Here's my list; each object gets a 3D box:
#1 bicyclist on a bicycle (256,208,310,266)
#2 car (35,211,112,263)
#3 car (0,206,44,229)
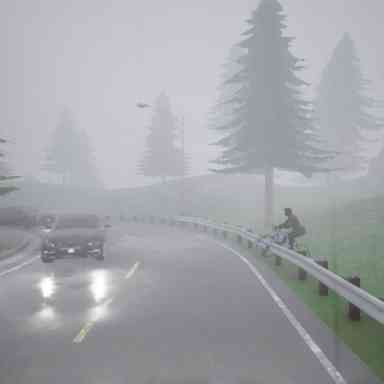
[{"bbox_3d":[2.849,1.312,9.977,1.656,1.620,0.582,15,-2,0],"label":"bicyclist on a bicycle"},{"bbox_3d":[-4.057,1.507,12.180,1.837,1.490,4.892,0,-1,-12],"label":"car"},{"bbox_3d":[-10.879,1.571,21.287,4.181,1.385,1.994,0,0,15],"label":"car"}]
